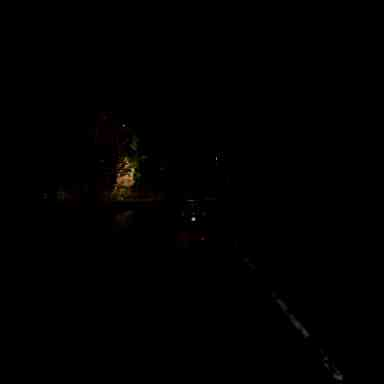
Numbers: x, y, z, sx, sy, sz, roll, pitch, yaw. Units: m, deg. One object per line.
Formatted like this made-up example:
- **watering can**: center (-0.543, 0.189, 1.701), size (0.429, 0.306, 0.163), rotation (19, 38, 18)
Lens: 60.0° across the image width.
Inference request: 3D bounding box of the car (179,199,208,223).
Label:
- **car**: center (0.099, 1.410, 23.360), size (1.895, 1.301, 4.718), rotation (0, 0, 0)

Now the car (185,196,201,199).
- **car**: center (0.105, 1.186, 41.231), size (2.128, 1.511, 4.902), rotation (0, 1, 0)
